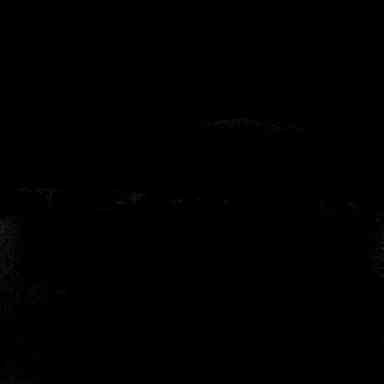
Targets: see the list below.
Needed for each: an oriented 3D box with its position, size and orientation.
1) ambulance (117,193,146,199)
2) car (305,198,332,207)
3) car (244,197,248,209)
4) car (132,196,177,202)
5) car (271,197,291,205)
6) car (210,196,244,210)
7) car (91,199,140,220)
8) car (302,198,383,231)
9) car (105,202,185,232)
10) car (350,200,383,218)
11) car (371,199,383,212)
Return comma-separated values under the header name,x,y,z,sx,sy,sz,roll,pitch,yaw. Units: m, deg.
name,x,y,z,sx,sy,sz,roll,pitch,yaw
ambulance,-10.210,1.465,53.693,2.351,2.431,6.366,0,0,35
car,20.761,1.671,54.515,3.806,1.475,1.970,0,0,35
car,5.579,1.435,46.141,4.605,1.855,1.932,0,0,35
car,-3.150,1.488,33.084,5.027,1.636,2.152,0,0,35
car,16.423,1.710,61.233,3.633,1.501,1.845,0,0,35
car,4.238,1.412,43.531,3.866,1.878,1.905,0,0,35
car,-6.591,1.565,27.658,3.806,1.475,1.970,0,0,35
car,9.230,1.317,20.485,4.605,1.855,1.932,0,0,35
car,-2.950,1.584,20.597,4.514,1.523,2.007,0,0,35
car,17.005,1.512,30.243,4.514,1.523,2.007,0,0,35
car,22.809,1.533,38.377,3.633,1.501,1.845,0,0,35
